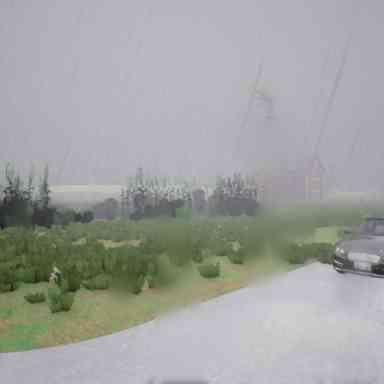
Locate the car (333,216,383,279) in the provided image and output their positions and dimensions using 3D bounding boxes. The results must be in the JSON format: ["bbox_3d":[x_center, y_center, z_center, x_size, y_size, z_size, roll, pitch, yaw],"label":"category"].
[{"bbox_3d":[5.751,1.491,9.652,2.128,1.511,4.902,0,0,44],"label":"car"}]
